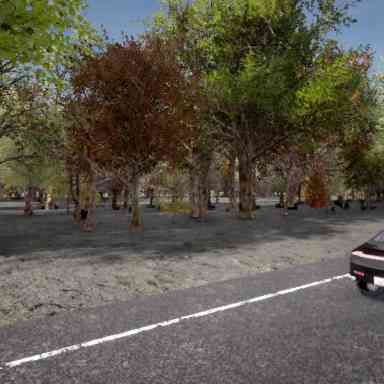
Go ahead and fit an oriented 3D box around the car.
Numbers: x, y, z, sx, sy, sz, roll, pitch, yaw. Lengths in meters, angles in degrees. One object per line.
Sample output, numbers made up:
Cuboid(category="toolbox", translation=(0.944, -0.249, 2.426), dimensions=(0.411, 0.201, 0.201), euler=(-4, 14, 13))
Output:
Cuboid(category="car", translation=(5.585, 1.493, 7.706), dimensions=(4.902, 1.511, 2.128), euler=(0, 0, -35))
